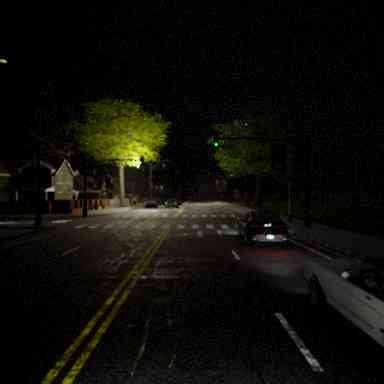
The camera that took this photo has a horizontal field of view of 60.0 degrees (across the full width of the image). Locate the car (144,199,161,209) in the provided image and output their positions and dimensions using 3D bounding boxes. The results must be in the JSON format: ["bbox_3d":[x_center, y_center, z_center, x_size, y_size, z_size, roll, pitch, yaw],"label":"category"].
[{"bbox_3d":[-6.534,2.060,53.512,1.895,1.301,4.718,0,-1,0],"label":"car"}]

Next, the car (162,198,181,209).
[{"bbox_3d":[-3.283,1.815,54.028,2.097,1.767,4.553,0,0,0],"label":"car"}]

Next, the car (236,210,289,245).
[{"bbox_3d":[3.333,1.647,16.231,1.837,1.490,4.892,0,0,2],"label":"car"}]

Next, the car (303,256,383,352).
[{"bbox_3d":[3.348,1.648,5.143,1.895,1.301,4.718,0,0,0],"label":"car"}]
